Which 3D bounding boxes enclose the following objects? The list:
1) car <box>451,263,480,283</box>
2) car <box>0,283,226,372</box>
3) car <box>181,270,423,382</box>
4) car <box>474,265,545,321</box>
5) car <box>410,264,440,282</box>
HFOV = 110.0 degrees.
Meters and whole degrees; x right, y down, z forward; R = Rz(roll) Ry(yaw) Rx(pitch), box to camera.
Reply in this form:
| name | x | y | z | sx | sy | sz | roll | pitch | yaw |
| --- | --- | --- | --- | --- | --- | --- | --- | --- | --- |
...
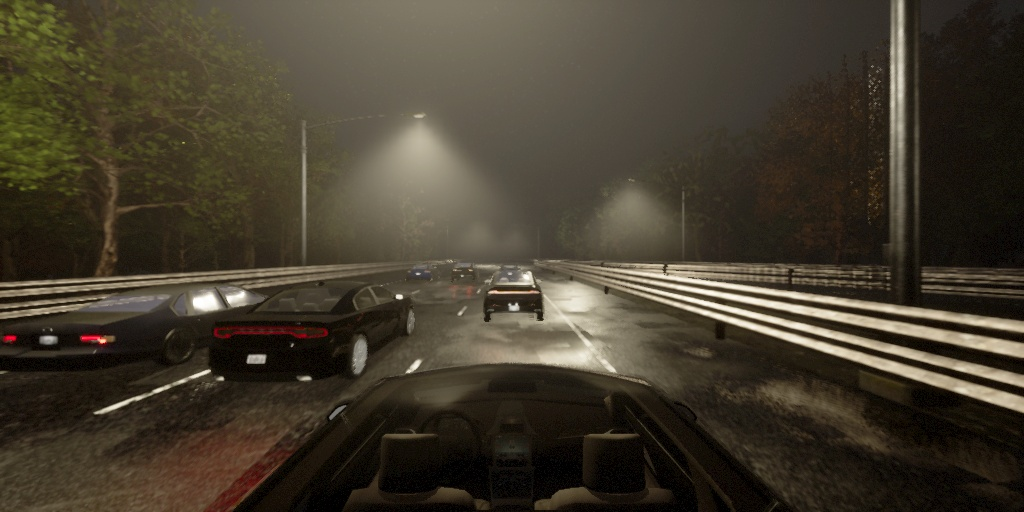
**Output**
| name | x | y | z | sx | sy | sz | roll | pitch | yaw |
| --- | --- | --- | --- | --- | --- | --- | --- | --- | --- |
| car | -3.671 | 1.260 | 28.582 | 2.128 | 1.511 | 4.902 | 0 | 0 | -1 |
| car | -6.924 | 1.300 | 7.856 | 2.033 | 1.411 | 5.357 | 0 | 0 | 0 |
| car | -3.426 | 1.229 | 7.270 | 1.882 | 1.535 | 5.008 | 0 | 0 | 0 |
| car | 0.042 | 1.245 | 12.466 | 2.128 | 1.511 | 4.902 | 0 | 0 | 0 |
| car | -7.184 | 1.334 | 29.230 | 1.994 | 1.385 | 4.181 | 0 | 0 | -1 |
